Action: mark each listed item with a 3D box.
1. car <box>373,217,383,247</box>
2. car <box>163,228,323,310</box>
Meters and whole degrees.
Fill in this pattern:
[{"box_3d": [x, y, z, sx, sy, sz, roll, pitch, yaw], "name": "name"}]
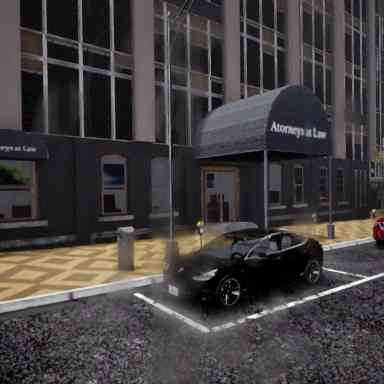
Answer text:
[{"box_3d": [9.642, 1.310, 14.054, 5.009, 1.841, 2.192, 0, -1, -37], "name": "car"}, {"box_3d": [1.370, 1.564, 7.847, 4.313, 1.339, 1.947, 0, -1, -37], "name": "car"}]
